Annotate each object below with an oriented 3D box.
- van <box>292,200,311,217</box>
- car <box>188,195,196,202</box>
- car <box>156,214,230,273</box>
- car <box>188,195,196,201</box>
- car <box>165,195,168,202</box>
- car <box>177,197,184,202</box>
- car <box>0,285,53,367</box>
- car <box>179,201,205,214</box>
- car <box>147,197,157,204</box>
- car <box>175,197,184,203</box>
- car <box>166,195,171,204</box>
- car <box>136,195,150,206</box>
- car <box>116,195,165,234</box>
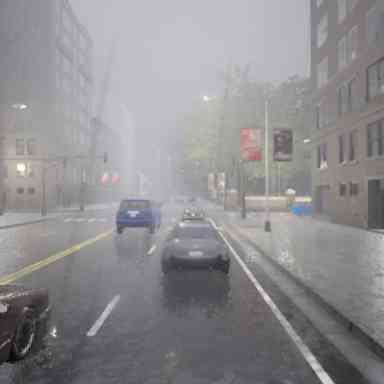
[{"bbox_3d":[12.157,1.652,33.503,3.998,1.788,1.690,0,-1,1],"label":"van"},{"bbox_3d":[-0.019,1.774,93.661,2.150,2.045,5.566,0,0,0],"label":"car"},{"bbox_3d":[0.097,1.646,10.958,1.994,1.385,4.181,0,0,0],"label":"car"},{"bbox_3d":[-0.016,2.066,83.215,1.837,1.490,4.892,0,0,0],"label":"car"},{"bbox_3d":[-6.522,1.946,66.818,1.882,1.535,5.008,0,0,0],"label":"car"},{"bbox_3d":[-3.269,2.144,93.658,1.895,1.301,4.718,0,0,0],"label":"car"},{"bbox_3d":[-3.152,1.570,2.887,2.033,1.411,5.357,0,0,0],"label":"car"},{"bbox_3d":[0.094,1.745,26.685,2.033,1.411,5.357,0,0,0],"label":"car"},{"bbox_3d":[-9.767,2.046,82.519,1.882,1.535,5.008,0,0,0],"label":"car"},{"bbox_3d":[-3.267,2.091,83.213,2.128,1.511,4.902,0,0,0],"label":"car"},{"bbox_3d":[-6.517,1.792,82.422,2.150,2.045,5.566,0,0,0],"label":"car"},{"bbox_3d":[-9.767,1.688,66.728,2.150,2.045,5.566,0,0,0],"label":"car"},{"bbox_3d":[-3.154,1.374,20.534,2.150,2.045,5.566,0,0,0],"label":"car"}]
